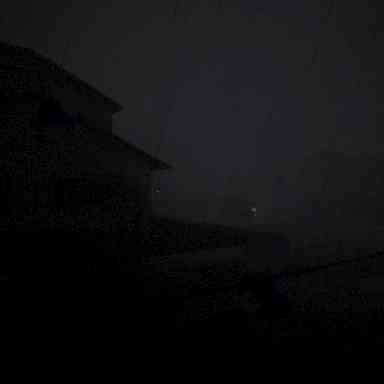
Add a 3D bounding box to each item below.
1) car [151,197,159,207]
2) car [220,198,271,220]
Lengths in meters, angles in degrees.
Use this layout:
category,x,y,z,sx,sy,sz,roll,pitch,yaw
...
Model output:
category,x,y,z,sx,sy,sz,roll,pitch,yaw
car,-6.751,1.526,50.831,1.812,1.442,4.674,0,0,-36
car,4.389,1.352,27.901,2.097,1.767,4.553,0,0,-35
